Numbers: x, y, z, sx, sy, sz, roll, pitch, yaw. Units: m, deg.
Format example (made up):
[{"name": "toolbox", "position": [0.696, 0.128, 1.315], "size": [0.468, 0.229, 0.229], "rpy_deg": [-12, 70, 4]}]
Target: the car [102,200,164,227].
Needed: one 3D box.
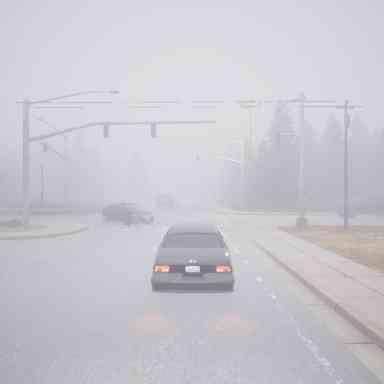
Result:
[{"name": "car", "position": [-4.479, 1.494, 23.156], "size": [2.128, 1.511, 4.902], "rpy_deg": [2, -1, -42]}]

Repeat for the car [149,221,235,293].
[{"name": "car", "position": [0.034, 1.545, 9.000], "size": [2.033, 1.411, 5.357], "rpy_deg": [0, 0, 1]}]

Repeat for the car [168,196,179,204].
[{"name": "car", "position": [-3.540, 1.526, 65.937], "size": [1.812, 1.442, 4.674], "rpy_deg": [0, 0, 1]}]

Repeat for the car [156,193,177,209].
[{"name": "car", "position": [-3.677, 1.221, 45.653], "size": [2.150, 2.045, 5.566], "rpy_deg": [0, 0, 0]}]

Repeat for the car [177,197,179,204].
[{"name": "car", "position": [-3.665, 1.352, 55.663], "size": [2.097, 1.767, 4.553], "rpy_deg": [0, 0, 0]}]

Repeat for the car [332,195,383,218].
[{"name": "car", "position": [15.547, 1.248, 29.646], "size": [5.566, 2.045, 2.150], "rpy_deg": [0, 0, 1]}]
